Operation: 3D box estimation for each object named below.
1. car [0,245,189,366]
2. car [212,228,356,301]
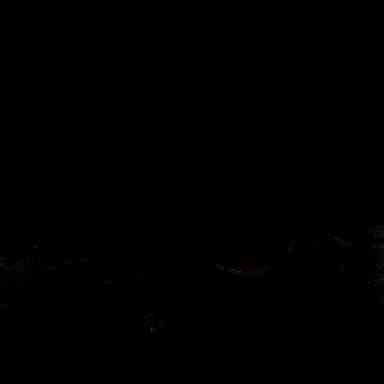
[{"bbox_3d":[-2.050,1.566,5.075,4.313,1.339,1.947,0,0,-35],"label":"car"},{"bbox_3d":[2.430,1.582,8.269,4.206,1.307,1.802,0,0,-35],"label":"car"}]
